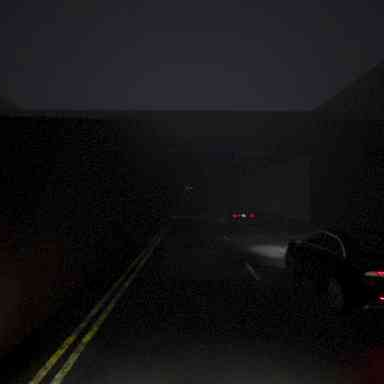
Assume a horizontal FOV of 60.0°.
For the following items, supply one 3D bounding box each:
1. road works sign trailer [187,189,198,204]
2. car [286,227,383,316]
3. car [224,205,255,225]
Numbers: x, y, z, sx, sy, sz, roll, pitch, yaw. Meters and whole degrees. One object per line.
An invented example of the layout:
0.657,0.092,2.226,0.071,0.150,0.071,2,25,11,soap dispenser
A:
0.022,1.055,80.268,2.380,3.560,2.880,0,0,0,road works sign trailer
3.587,1.550,7.608,2.128,1.511,4.902,0,0,0,car
3.602,1.738,25.721,2.033,1.411,5.357,0,0,0,car
